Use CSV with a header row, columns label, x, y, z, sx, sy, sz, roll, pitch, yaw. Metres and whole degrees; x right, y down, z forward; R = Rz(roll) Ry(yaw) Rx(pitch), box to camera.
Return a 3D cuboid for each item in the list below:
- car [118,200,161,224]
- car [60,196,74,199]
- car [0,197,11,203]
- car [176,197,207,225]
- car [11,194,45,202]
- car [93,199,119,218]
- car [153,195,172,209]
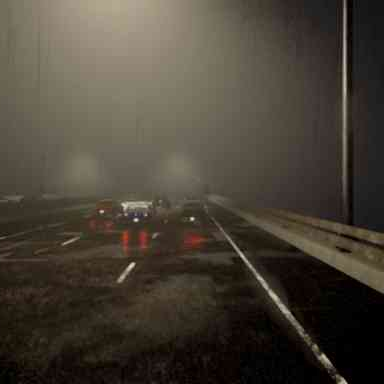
label,x,y,z,sx,sy,sz,roll,pitch,yaw
car,-3.498,1.447,22.973,1.895,1.301,4.718,0,0,0
car,-17.752,1.255,47.402,1.994,1.385,4.181,0,0,0
car,-24.762,1.296,42.285,1.994,1.385,4.181,0,0,0
car,0.002,1.351,22.790,1.837,1.490,4.892,0,1,0
car,-21.260,1.068,43.969,2.097,1.767,4.553,0,1,0
car,-7.022,1.339,28.147,1.812,1.442,4.674,0,0,0
car,-3.574,1.083,39.720,2.097,1.767,4.553,0,0,0
